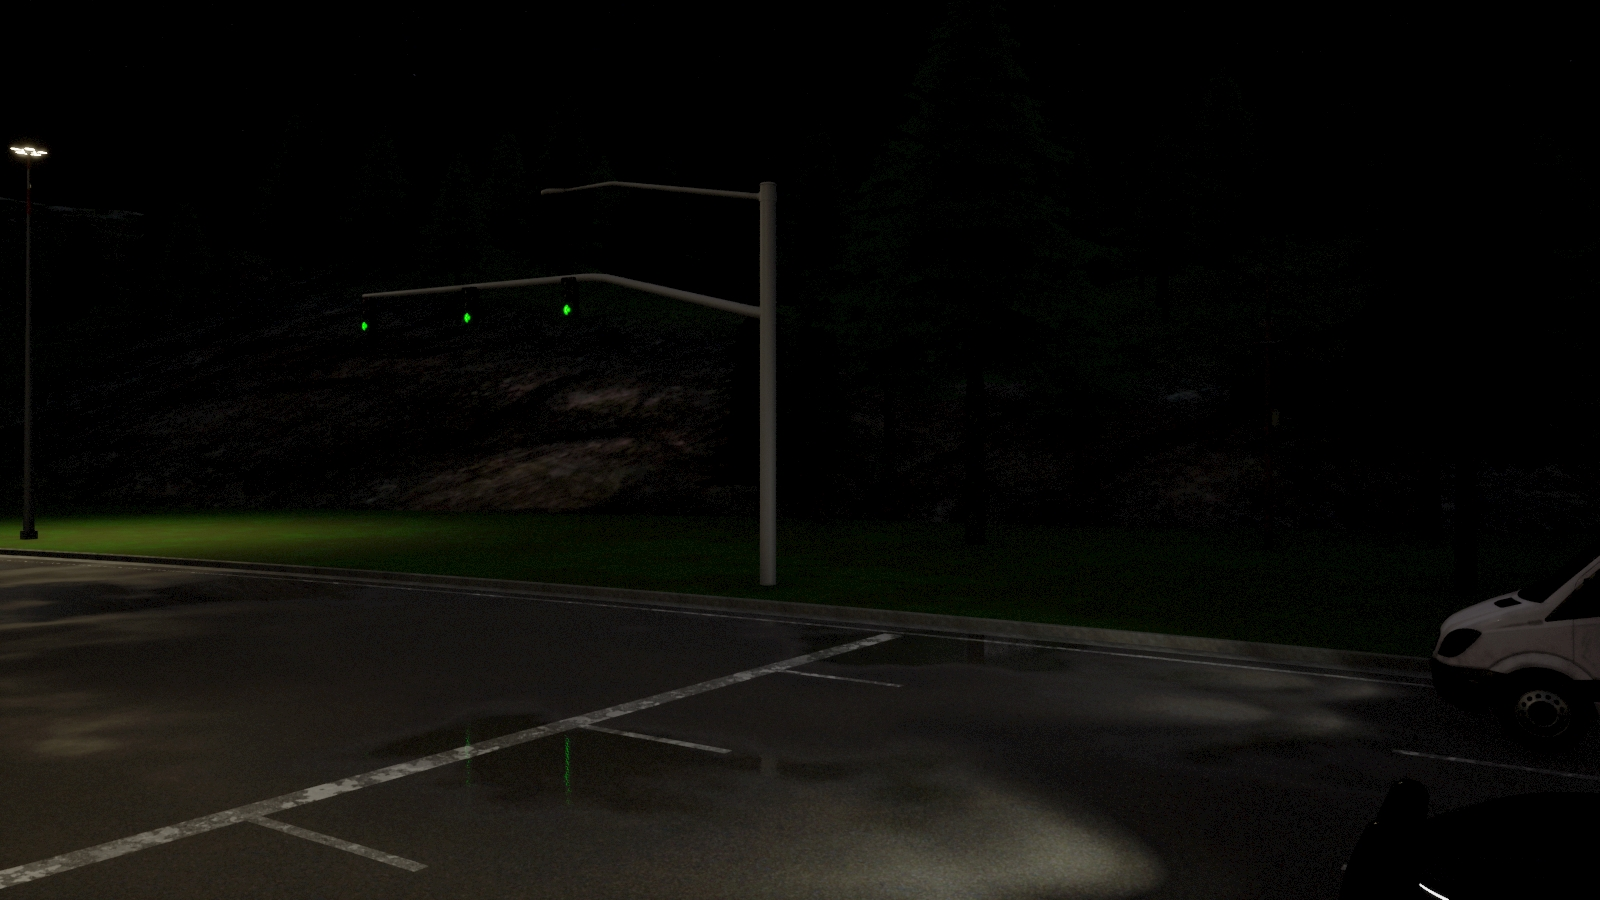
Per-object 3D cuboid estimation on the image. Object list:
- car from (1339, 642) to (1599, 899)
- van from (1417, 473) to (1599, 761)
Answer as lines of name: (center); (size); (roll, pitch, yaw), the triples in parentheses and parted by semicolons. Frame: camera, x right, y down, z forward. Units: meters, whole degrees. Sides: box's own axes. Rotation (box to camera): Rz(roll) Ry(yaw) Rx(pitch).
car: (5.200, 1.982, 4.552); (5.238, 1.638, 2.097); (0, 0, 35)
van: (9.028, 1.534, 10.264); (5.915, 2.561, 1.988); (0, 0, 36)
